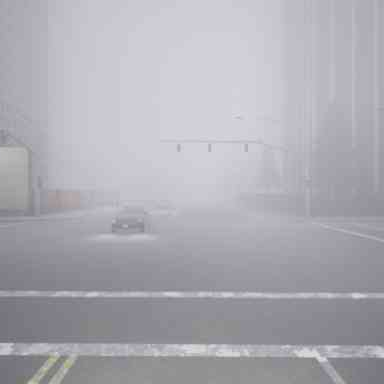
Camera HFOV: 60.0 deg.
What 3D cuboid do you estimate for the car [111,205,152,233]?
[{"bbox_3d":[-3.510,1.536,19.927,1.812,1.442,4.674,0,0,0],"label":"car"}]

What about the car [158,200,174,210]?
[{"bbox_3d":[-3.528,1.669,44.820,1.895,1.301,4.718,0,0,0],"label":"car"}]
